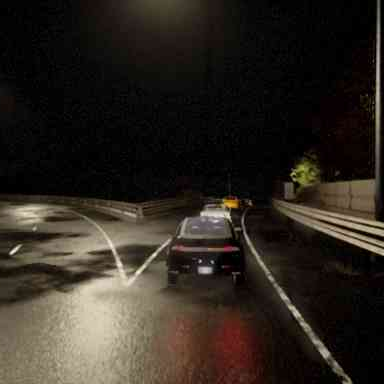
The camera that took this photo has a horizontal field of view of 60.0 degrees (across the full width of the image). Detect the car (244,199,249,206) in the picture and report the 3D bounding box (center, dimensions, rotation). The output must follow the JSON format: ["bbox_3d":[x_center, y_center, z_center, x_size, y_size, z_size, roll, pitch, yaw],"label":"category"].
[{"bbox_3d":[7.023,1.409,50.084,2.128,1.511,4.902,0,-1,12],"label":"car"}]

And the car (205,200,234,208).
[{"bbox_3d":[1.658,1.467,22.204,1.895,1.301,4.718,0,0,7],"label":"car"}]

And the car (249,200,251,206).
[{"bbox_3d":[9.530,1.898,61.339,1.895,1.301,4.718,0,-3,10],"label":"car"}]

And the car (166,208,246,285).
[{"bbox_3d":[0.414,1.431,9.378,2.128,1.511,4.902,0,0,3],"label":"car"}]

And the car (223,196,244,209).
[{"bbox_3d":[4.501,1.262,37.991,1.882,1.535,5.008,0,0,12],"label":"car"}]
